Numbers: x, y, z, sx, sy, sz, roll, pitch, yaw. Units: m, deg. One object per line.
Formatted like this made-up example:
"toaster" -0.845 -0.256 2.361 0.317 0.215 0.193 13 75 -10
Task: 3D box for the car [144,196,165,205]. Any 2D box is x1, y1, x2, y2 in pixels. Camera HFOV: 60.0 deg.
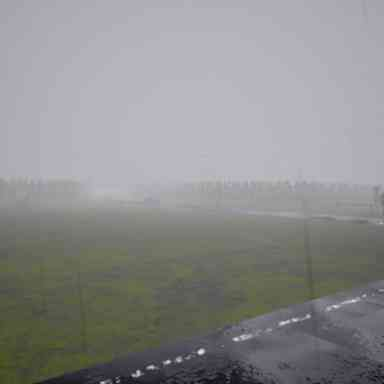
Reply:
"car" -6.424 1.386 56.324 2.128 1.511 4.902 0 0 -34
